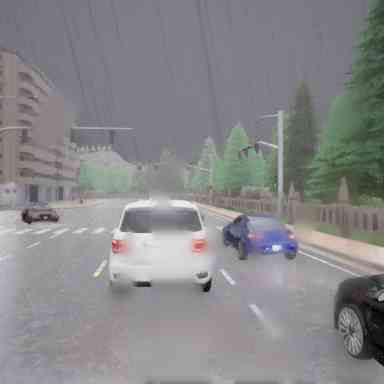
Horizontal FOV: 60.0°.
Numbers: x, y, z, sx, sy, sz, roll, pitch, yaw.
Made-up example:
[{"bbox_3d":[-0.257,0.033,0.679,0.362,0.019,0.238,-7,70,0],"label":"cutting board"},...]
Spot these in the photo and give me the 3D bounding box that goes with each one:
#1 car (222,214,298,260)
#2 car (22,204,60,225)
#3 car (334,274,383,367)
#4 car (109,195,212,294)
[{"bbox_3d":[2.348,1.526,12.328,1.812,1.442,4.674,0,0,-6],"label":"car"},{"bbox_3d":[-11.036,1.581,24.173,1.994,1.385,4.181,0,-1,-35],"label":"car"},{"bbox_3d":[3.123,1.492,3.100,2.128,1.511,4.902,0,0,-3],"label":"car"},{"bbox_3d":[-0.798,1.221,8.969,2.150,2.045,5.566,0,0,-5],"label":"car"}]
